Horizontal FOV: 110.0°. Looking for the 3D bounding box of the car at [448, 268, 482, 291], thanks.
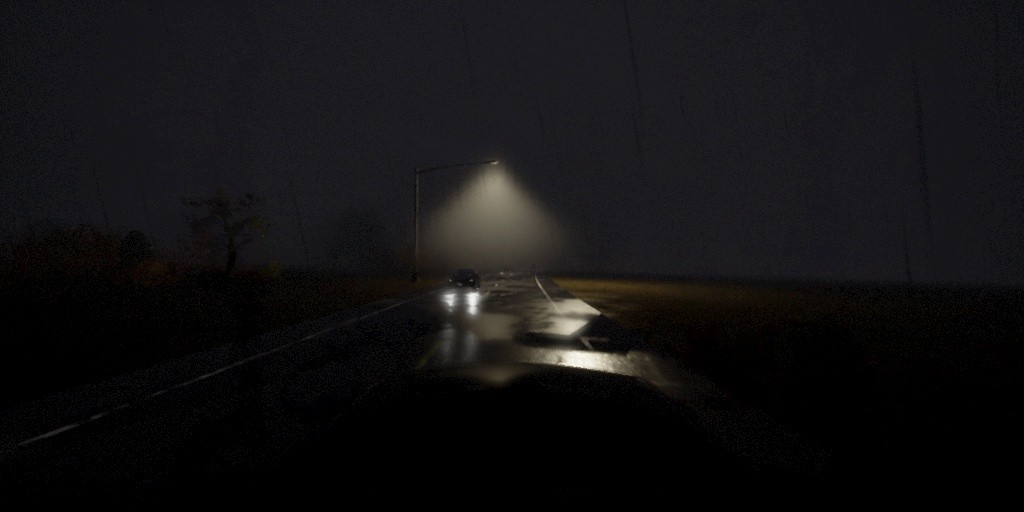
[{"bbox_3d":[-3.213,1.587,25.127,1.812,1.442,4.674,0,-1,2],"label":"car"}]
